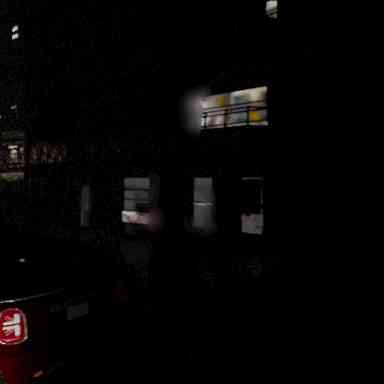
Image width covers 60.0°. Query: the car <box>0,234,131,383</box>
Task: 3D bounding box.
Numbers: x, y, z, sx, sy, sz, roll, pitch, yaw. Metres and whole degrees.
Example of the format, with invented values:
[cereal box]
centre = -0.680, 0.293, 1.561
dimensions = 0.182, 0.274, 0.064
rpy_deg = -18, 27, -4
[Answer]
[car]
centre = -2.881, 1.344, 4.928
dimensions = 4.097, 1.590, 1.967
rpy_deg = 1, 1, 36
